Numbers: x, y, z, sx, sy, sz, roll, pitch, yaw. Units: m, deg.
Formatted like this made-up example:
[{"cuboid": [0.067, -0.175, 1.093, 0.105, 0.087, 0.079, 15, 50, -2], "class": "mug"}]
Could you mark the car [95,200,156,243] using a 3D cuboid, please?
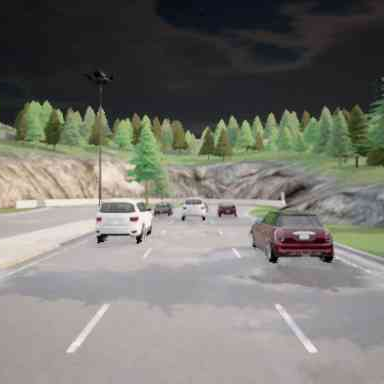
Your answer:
[{"cuboid": [-3.398, 1.411, 17.427, 2.150, 2.045, 5.566, 0, -1, 0], "class": "car"}]

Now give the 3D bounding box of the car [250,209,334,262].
[{"cuboid": [3.602, 1.492, 12.790, 2.097, 1.767, 4.553, 0, -1, 0], "class": "car"}]

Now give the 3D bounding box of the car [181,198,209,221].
[{"cuboid": [0.152, 1.564, 31.435, 2.150, 2.045, 5.566, 0, 0, 0], "class": "car"}]

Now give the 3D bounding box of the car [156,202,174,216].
[{"cuboid": [-3.114, 1.899, 37.520, 2.128, 1.511, 4.902, 0, 0, 3], "class": "car"}]

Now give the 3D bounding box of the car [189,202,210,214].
[{"cuboid": [0.997, 2.022, 42.249, 1.994, 1.385, 4.181, 0, -1, 10], "class": "car"}]

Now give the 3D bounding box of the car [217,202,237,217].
[{"cuboid": [3.841, 1.878, 36.980, 1.882, 1.535, 5.008, 0, -1, 2], "class": "car"}]
